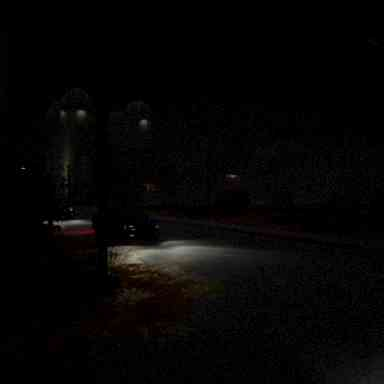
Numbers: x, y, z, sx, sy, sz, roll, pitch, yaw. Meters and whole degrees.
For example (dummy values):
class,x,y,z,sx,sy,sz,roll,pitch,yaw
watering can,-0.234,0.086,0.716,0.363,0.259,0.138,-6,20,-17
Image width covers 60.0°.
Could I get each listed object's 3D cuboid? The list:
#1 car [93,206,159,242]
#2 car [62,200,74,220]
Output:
class,x,y,z,sx,sy,sz,roll,pitch,yaw
car,-3.467,1.528,16.912,1.882,1.535,5.008,0,0,-35
car,-11.601,1.408,28.325,2.097,1.767,4.553,0,0,-35
